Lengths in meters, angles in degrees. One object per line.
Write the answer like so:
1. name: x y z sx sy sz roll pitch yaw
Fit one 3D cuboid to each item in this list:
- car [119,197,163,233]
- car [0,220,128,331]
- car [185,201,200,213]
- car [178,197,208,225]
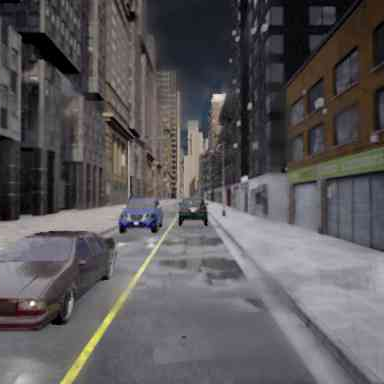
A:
1. car: -3.067 1.390 21.021 2.150 2.045 5.566 0 -1 0
2. car: -3.058 1.609 7.492 2.033 1.411 5.357 0 0 0
3. car: 0.090 1.879 43.677 1.812 1.442 4.674 0 0 0
4. car: 0.091 1.427 25.968 2.150 2.045 5.566 0 0 0
